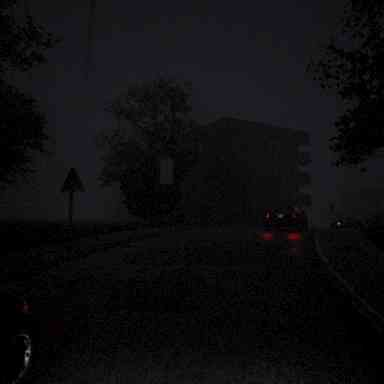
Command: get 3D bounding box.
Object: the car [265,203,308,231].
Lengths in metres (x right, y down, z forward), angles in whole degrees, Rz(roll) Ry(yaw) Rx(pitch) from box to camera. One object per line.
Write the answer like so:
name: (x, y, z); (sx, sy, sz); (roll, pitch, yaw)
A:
car: (6.389, 1.645, 22.303); (2.097, 1.767, 4.553); (-2, -4, 27)

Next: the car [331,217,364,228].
car: (16.021, 3.282, 34.309); (4.181, 1.385, 1.994); (7, -8, -42)

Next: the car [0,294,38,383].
car: (-3.039, 1.562, 2.492); (1.994, 1.385, 4.181); (0, 0, 5)
